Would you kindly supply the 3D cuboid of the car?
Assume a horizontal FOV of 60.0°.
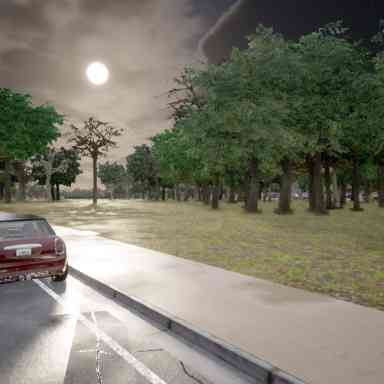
[{"bbox_3d":[-5.045,1.353,9.052,2.097,1.767,4.553,0,0,-38],"label":"car"}]
